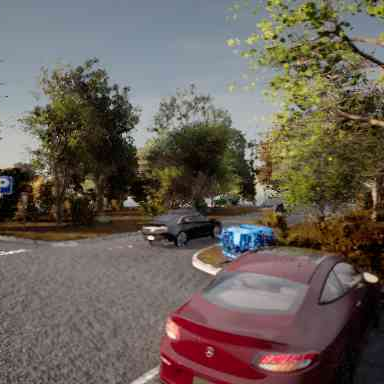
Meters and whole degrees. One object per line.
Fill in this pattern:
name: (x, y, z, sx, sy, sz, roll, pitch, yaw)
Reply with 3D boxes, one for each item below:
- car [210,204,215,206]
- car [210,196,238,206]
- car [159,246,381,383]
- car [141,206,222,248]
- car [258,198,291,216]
car: (-0.947, 1.839, 21.028, 2.128, 1.511, 4.902, -3, -1, 37)
car: (5.296, 1.515, 55.962, 4.553, 1.767, 2.097, -2, -1, 36)
car: (1.458, 1.518, 4.745, 2.002, 1.452, 4.674, 0, 0, 35)
car: (-0.344, 1.745, 16.439, 2.128, 1.511, 4.902, -3, -1, 37)
car: (8.426, 1.431, 33.970, 2.097, 1.767, 4.553, -3, -1, 36)
